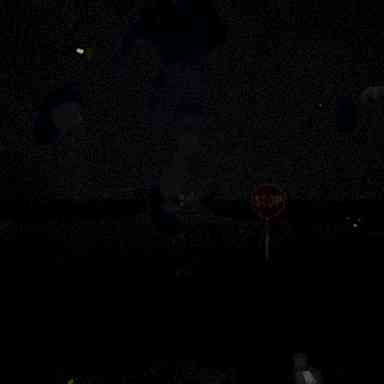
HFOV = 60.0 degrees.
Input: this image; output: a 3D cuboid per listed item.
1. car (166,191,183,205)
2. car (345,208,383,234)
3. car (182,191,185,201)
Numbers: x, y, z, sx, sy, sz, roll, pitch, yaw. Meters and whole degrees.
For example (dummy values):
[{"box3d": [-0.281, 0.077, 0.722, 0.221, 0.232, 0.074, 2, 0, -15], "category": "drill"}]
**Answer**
[{"box3d": [-2.719, 1.066, 48.624, 1.882, 1.535, 5.008, 0, 0, 0], "category": "car"}, {"box3d": [10.909, 1.504, 17.723, 4.718, 1.301, 1.895, 0, 2, 0], "category": "car"}, {"box3d": [-2.631, 0.770, 64.706, 2.150, 2.045, 5.566, 0, 1, 0], "category": "car"}]
